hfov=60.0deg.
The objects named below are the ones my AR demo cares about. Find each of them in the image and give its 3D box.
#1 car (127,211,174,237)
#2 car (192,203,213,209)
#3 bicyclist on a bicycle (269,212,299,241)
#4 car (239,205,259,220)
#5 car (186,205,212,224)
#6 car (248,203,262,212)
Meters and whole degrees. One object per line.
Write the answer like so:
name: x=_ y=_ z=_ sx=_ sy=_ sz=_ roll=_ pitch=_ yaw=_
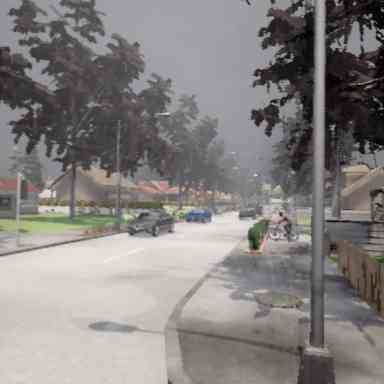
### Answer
car: x=-2.628 y=2.035 z=22.113 sx=1.837 sy=1.490 sz=4.892 roll=1 pitch=-1 yaw=15
car: x=2.794 y=3.752 z=91.149 sx=5.357 sy=1.415 sz=2.033 roll=1 pitch=-2 yaw=15
bicyclist on a bicycle: x=5.168 y=1.951 z=18.750 sx=1.656 sy=1.620 sz=0.582 roll=0 pitch=-2 yaw=15
car: x=7.184 y=2.771 z=42.831 sx=1.837 sy=1.490 sz=4.892 roll=1 pitch=-2 yaw=15
car: x=0.763 y=2.405 z=34.804 sx=1.882 sy=1.535 sz=5.008 roll=1 pitch=-2 yaw=15
car: x=9.897 y=2.810 z=53.174 sx=2.150 sy=2.045 sz=5.566 roll=1 pitch=-2 yaw=15
